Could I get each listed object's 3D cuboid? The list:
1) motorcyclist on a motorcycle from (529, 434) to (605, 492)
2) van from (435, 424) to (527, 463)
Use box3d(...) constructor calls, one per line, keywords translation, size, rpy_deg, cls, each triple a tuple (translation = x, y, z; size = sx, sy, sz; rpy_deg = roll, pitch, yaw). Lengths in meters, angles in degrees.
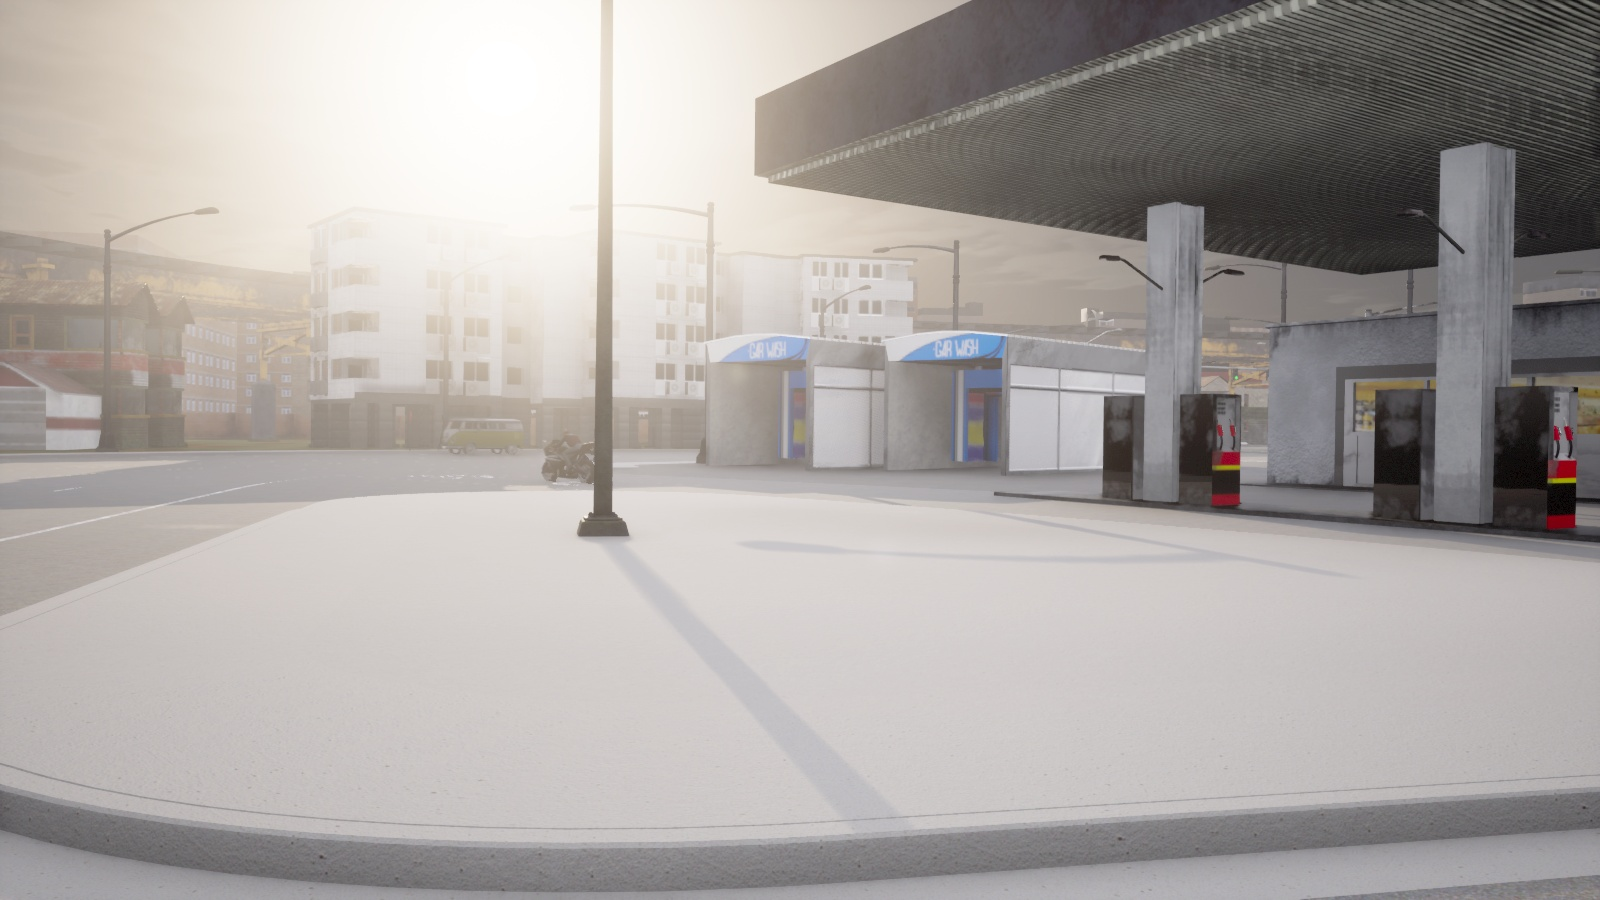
box3d(translation=(-6.450, 0.338, 34.714), size=(2.191, 1.530, 0.866), rpy_deg=(0, 1, 40), cls="motorcyclist on a motorcycle")
box3d(translation=(-17.063, -0.359, 67.305), size=(1.775, 1.987, 4.442), rpy_deg=(0, 1, 44), cls="van")
